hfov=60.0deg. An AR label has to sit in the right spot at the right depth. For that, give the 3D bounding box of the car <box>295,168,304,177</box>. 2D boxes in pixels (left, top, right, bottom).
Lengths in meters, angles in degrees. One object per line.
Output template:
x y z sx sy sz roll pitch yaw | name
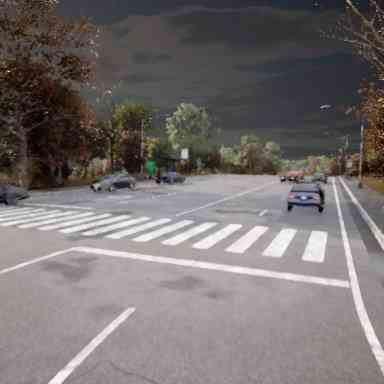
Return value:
16.102 -2.848 51.394 2.097 1.767 4.553 2 5 22 | car

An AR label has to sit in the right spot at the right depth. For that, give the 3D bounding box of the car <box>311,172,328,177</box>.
16.183 -1.852 42.316 2.033 1.411 5.357 2 5 23 | car

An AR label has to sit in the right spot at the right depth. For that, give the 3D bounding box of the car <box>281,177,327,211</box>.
6.524 0.143 18.872 2.033 1.411 5.357 2 5 22 | car

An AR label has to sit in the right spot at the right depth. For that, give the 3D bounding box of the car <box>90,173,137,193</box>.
-6.565 -0.807 28.225 2.128 1.511 4.902 2 5 22 | car

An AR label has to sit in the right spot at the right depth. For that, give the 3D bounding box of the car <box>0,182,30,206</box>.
-11.128 0.140 17.230 2.033 1.411 5.357 2 5 23 | car

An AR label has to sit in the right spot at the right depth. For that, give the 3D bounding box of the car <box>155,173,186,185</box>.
-2.442 -1.545 38.160 1.895 1.301 4.718 2 5 23 | car

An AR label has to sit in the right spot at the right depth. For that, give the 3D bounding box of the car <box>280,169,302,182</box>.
12.479 -1.840 42.536 1.895 1.301 4.718 2 5 23 | car
